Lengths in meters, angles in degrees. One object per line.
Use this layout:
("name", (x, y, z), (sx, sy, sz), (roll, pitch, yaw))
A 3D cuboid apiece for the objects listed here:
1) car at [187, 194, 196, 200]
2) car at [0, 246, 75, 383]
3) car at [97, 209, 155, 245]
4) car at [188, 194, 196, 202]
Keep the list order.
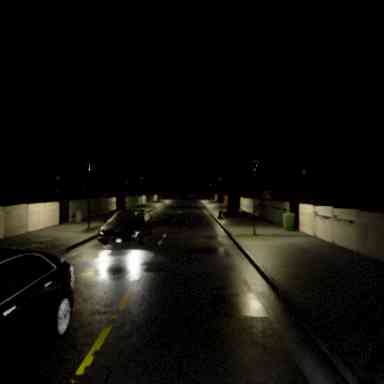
("car", (-0.115, 1.259, 85.647), (2.128, 1.511, 4.902), (0, 0, 0))
("car", (-2.847, 1.498, 3.674), (1.837, 1.490, 4.892), (0, 0, 0))
("car", (-2.860, 1.517, 15.632), (2.033, 1.411, 5.357), (0, 0, 0))
("car", (-0.101, 1.423, 75.228), (2.033, 1.411, 5.357), (0, 0, 0))
